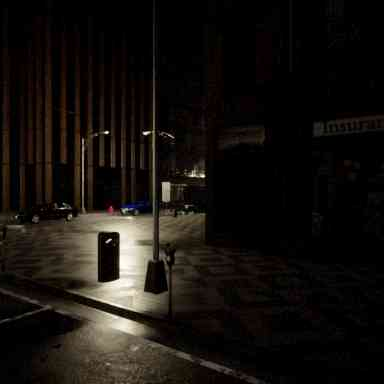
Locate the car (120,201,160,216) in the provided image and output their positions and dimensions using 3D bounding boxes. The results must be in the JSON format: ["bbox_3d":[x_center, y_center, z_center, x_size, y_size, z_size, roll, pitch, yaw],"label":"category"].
[{"bbox_3d":[-5.251,1.626,34.184,1.812,1.442,4.674,0,0,36],"label":"car"}]

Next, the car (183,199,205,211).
[{"bbox_3d":[0.764,1.629,42.663,2.128,1.511,4.902,0,0,35],"label":"car"}]

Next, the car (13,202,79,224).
[{"bbox_3d":[-11.184,1.568,25.791,1.837,1.490,4.892,0,0,35],"label":"car"}]
